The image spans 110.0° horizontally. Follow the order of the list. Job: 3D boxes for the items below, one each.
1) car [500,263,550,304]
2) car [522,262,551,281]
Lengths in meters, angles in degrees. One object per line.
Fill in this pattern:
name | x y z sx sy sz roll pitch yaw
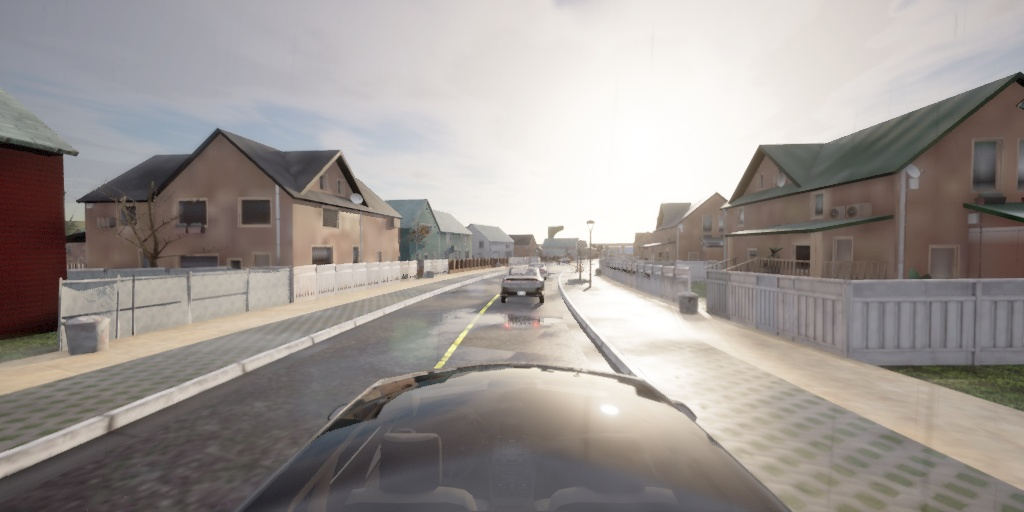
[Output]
car | 0.554 1.231 16.339 2.128 1.511 4.902 0 0 4
car | 2.219 1.278 31.144 2.033 1.411 5.357 0 0 9
